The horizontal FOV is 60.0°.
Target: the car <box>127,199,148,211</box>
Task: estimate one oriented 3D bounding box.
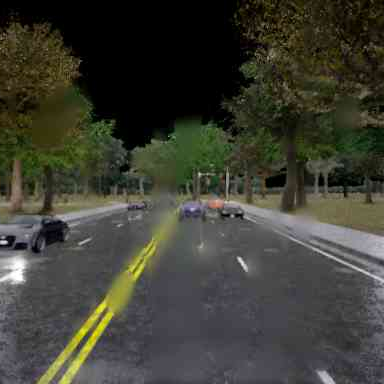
[{"bbox_3d":[-6.607,1.583,40.626,1.994,1.385,4.181,0,0,0],"label":"car"}]

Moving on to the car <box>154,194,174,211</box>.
[{"bbox_3d":[-3.352,1.233,41.292,2.150,2.045,5.566,0,0,0],"label":"car"}]

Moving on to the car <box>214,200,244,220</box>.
[{"bbox_3d":[3.222,1.619,28.604,1.895,1.301,4.718,0,0,1],"label":"car"}]

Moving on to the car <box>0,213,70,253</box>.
[{"bbox_3d":[-6.624,1.584,13.687,1.994,1.385,4.181,0,0,0],"label":"car"}]

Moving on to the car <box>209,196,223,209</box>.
[{"bbox_3d":[3.222,1.358,45.148,2.097,1.767,4.553,0,0,0],"label":"car"}]

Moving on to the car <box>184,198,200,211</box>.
[{"bbox_3d":[-0.005,1.558,43.430,2.033,1.411,5.357,0,0,0],"label":"car"}]

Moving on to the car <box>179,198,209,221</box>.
[{"bbox_3d":[0.033,1.372,27.625,2.097,1.767,4.553,0,0,0],"label":"car"}]
